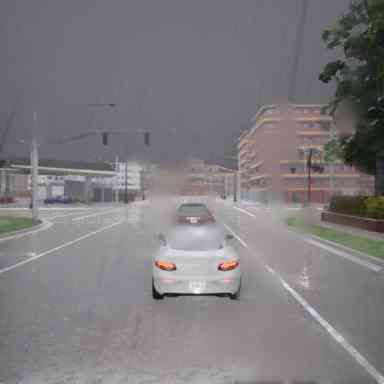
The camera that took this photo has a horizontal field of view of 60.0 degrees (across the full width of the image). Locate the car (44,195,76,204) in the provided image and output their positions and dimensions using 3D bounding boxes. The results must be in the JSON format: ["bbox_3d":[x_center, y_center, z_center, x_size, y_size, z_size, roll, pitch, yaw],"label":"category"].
[{"bbox_3d":[-23.388,1.293,58.028,4.611,1.667,2.242,0,0,1],"label":"car"}]

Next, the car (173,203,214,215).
[{"bbox_3d":[0.079,1.351,17.299,2.097,1.767,4.553,0,0,0],"label":"car"}]

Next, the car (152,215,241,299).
[{"bbox_3d":[0.094,1.525,8.306,1.812,1.442,4.674,0,0,0],"label":"car"}]
